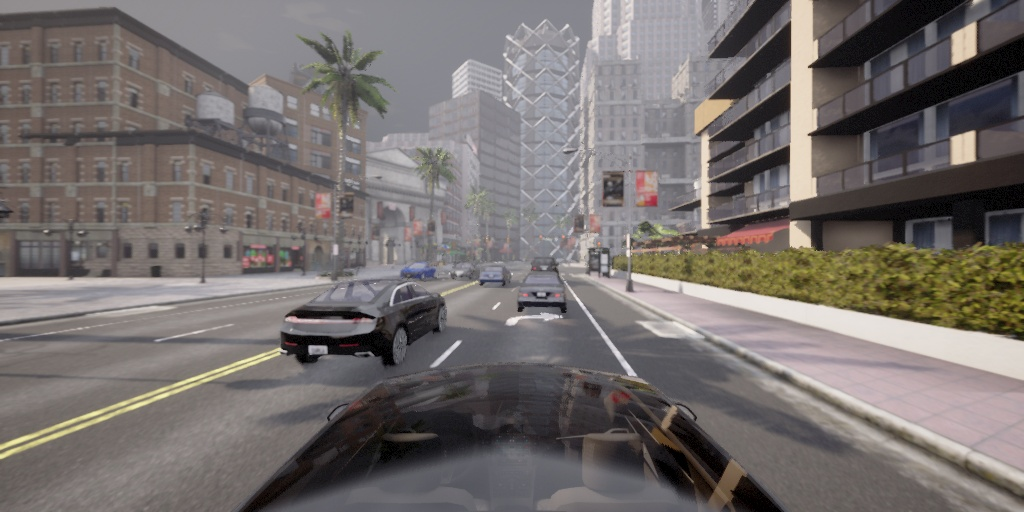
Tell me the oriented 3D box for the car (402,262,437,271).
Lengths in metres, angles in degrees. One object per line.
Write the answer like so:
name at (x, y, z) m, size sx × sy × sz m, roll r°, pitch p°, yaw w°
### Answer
car at (-7.907, 1.286, 30.744) m, size 1.882 × 1.535 × 5.008 m, roll 0°, pitch -1°, yaw 6°

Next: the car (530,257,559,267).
car at (2.654, 1.080, 29.295) m, size 2.150 × 2.045 × 5.566 m, roll 0°, pitch -1°, yaw 6°

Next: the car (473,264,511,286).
car at (-1.152, 1.378, 26.331) m, size 2.033 × 1.411 × 5.357 m, roll 0°, pitch 0°, yaw 6°

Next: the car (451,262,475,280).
car at (-4.194, 1.328, 32.556) m, size 2.128 × 1.511 × 4.902 m, roll 0°, pitch 0°, yaw 6°

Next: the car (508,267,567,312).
car at (1.225, 1.349, 14.536) m, size 2.033 × 1.411 × 5.357 m, roll 0°, pitch 0°, yaw 5°

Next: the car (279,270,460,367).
car at (-2.828, 1.248, 7.973) m, size 2.128 × 1.511 × 4.902 m, roll 0°, pitch 0°, yaw 4°
